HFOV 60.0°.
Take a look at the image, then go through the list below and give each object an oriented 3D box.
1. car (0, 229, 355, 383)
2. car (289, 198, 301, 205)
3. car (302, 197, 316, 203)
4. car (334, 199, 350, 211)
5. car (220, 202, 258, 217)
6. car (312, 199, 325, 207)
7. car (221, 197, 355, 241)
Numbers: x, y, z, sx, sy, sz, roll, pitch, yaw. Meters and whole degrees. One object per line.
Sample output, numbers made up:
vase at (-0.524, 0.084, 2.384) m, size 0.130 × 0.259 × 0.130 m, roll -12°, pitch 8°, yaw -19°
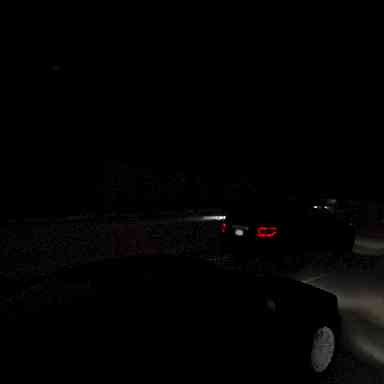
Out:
car at (-0.261, 1.489, 3.794) m, size 5.008 × 1.535 × 1.882 m, roll 0°, pitch 0°, yaw -37°
car at (21.437, 1.924, 69.603) m, size 1.837 × 1.490 × 4.892 m, roll 0°, pitch 0°, yaw 11°
car at (29.914, 1.999, 85.286) m, size 1.837 × 1.490 × 4.892 m, roll 0°, pitch 0°, yaw 2°
car at (20.873, 1.692, 46.139) m, size 1.882 × 1.535 × 5.008 m, roll 0°, pitch -1°, yaw 25°
car at (4.783, 1.706, 33.361) m, size 1.994 × 1.385 × 4.181 m, roll 0°, pitch -1°, yaw 38°
car at (21.779, 1.872, 57.539) m, size 1.994 × 1.385 × 4.181 m, roll 0°, pitch -1°, yaw 20°
car at (3.372, 1.250, 11.221) m, size 5.566 × 2.045 × 2.150 m, roll 0°, pitch 0°, yaw -41°
